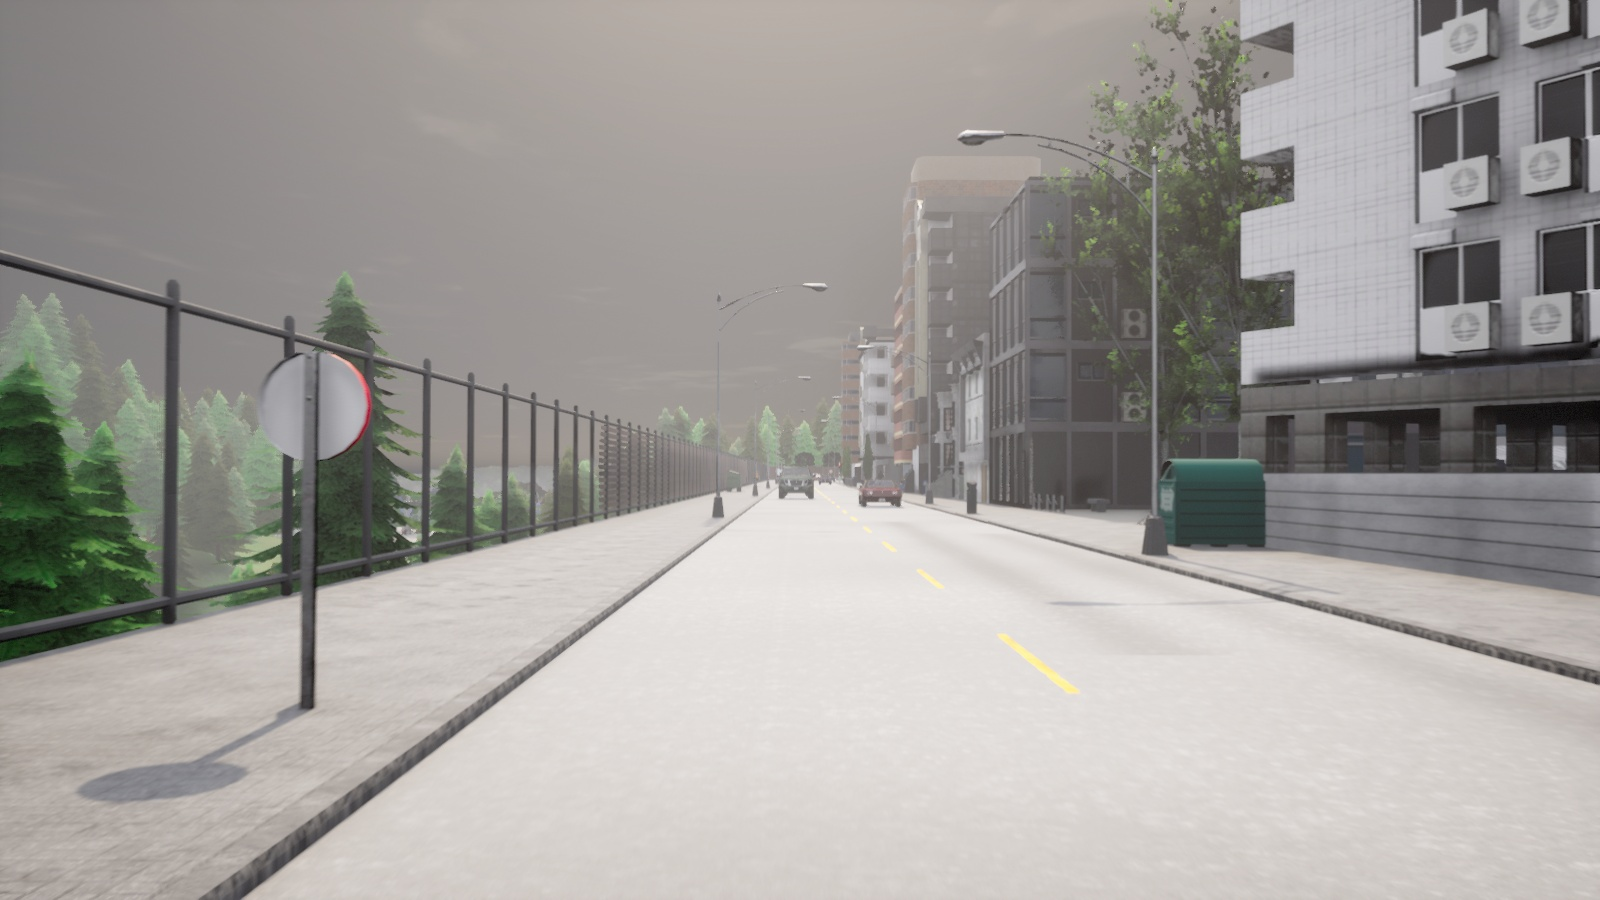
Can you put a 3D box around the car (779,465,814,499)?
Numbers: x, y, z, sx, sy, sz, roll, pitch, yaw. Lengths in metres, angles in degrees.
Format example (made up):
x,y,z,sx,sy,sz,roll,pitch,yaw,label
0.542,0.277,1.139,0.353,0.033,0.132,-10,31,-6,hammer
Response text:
x,y,z,sx,sy,sz,roll,pitch,yaw,label
-0.216,1.990,78.603,2.150,2.045,5.566,0,-1,0,car

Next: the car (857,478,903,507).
x,y,z,sx,sy,sz,roll,pitch,yaw,label
3.833,2.027,60.809,1.895,1.301,4.718,0,-1,0,car
